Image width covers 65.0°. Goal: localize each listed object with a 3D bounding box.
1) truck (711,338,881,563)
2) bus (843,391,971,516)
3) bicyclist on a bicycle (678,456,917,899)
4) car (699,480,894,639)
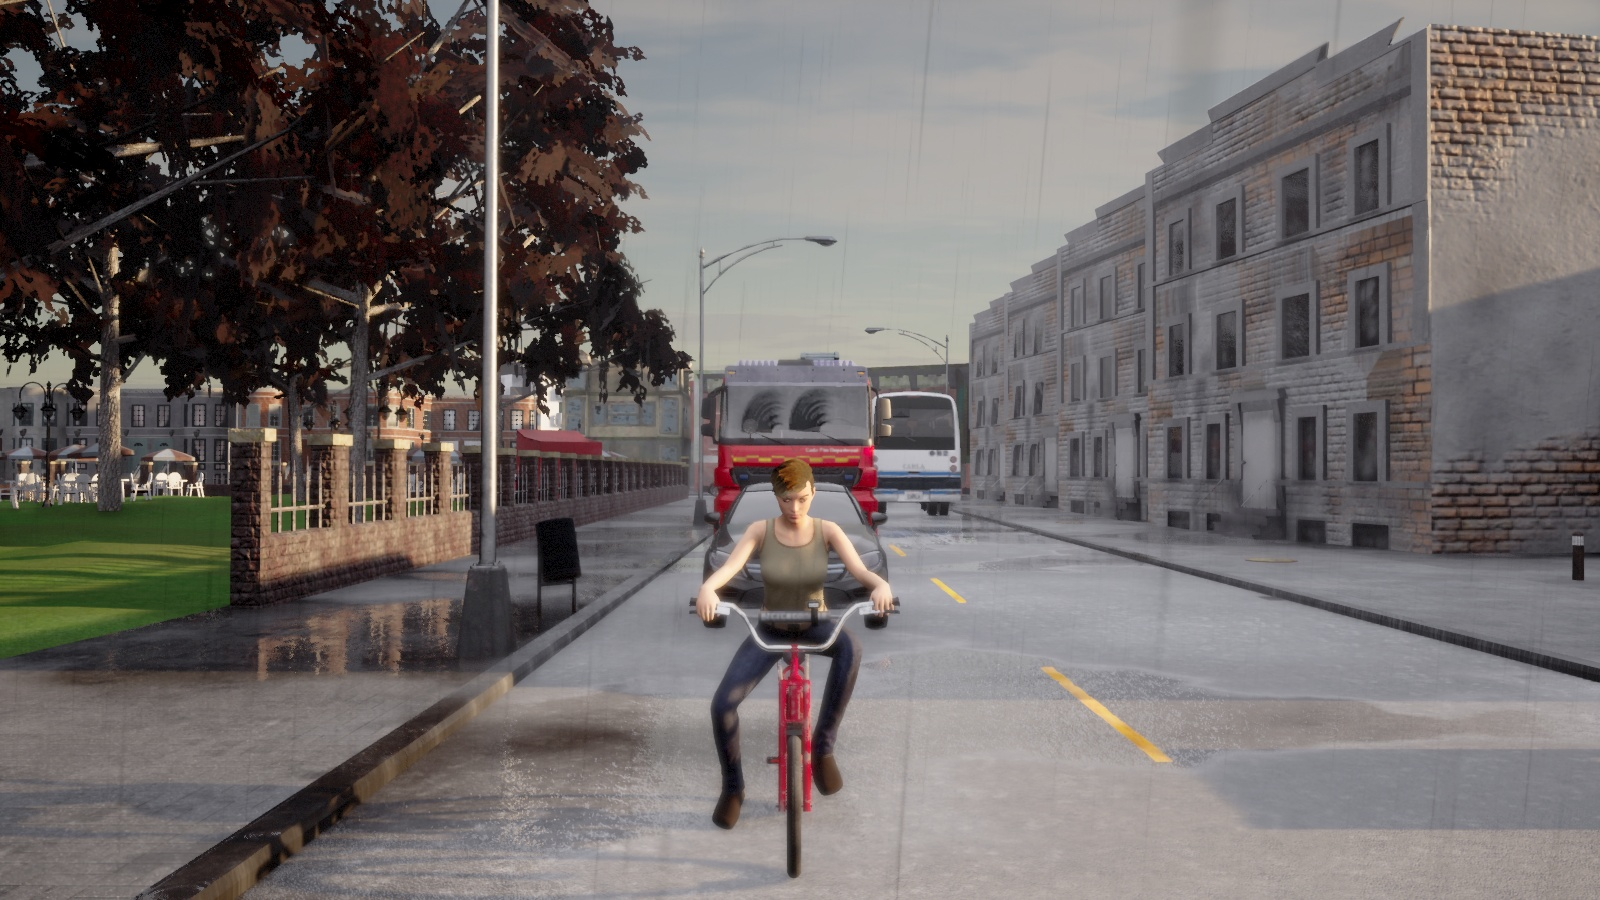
[{"bbox_3d":[-0.086,0.079,25.617,2.891,3.827,8.468,0,-1,0],"label":"truck"},{"bbox_3d":[3.820,0.224,47.854,3.944,4.253,10.273,0,-1,0],"label":"bus"},{"bbox_3d":[-0.018,0.841,5.330,0.866,1.612,1.509,0,-1,-1],"label":"bicyclist on a bicycle"},{"bbox_3d":[-0.041,1.076,14.025,1.812,1.442,4.674,0,-1,0],"label":"car"}]
